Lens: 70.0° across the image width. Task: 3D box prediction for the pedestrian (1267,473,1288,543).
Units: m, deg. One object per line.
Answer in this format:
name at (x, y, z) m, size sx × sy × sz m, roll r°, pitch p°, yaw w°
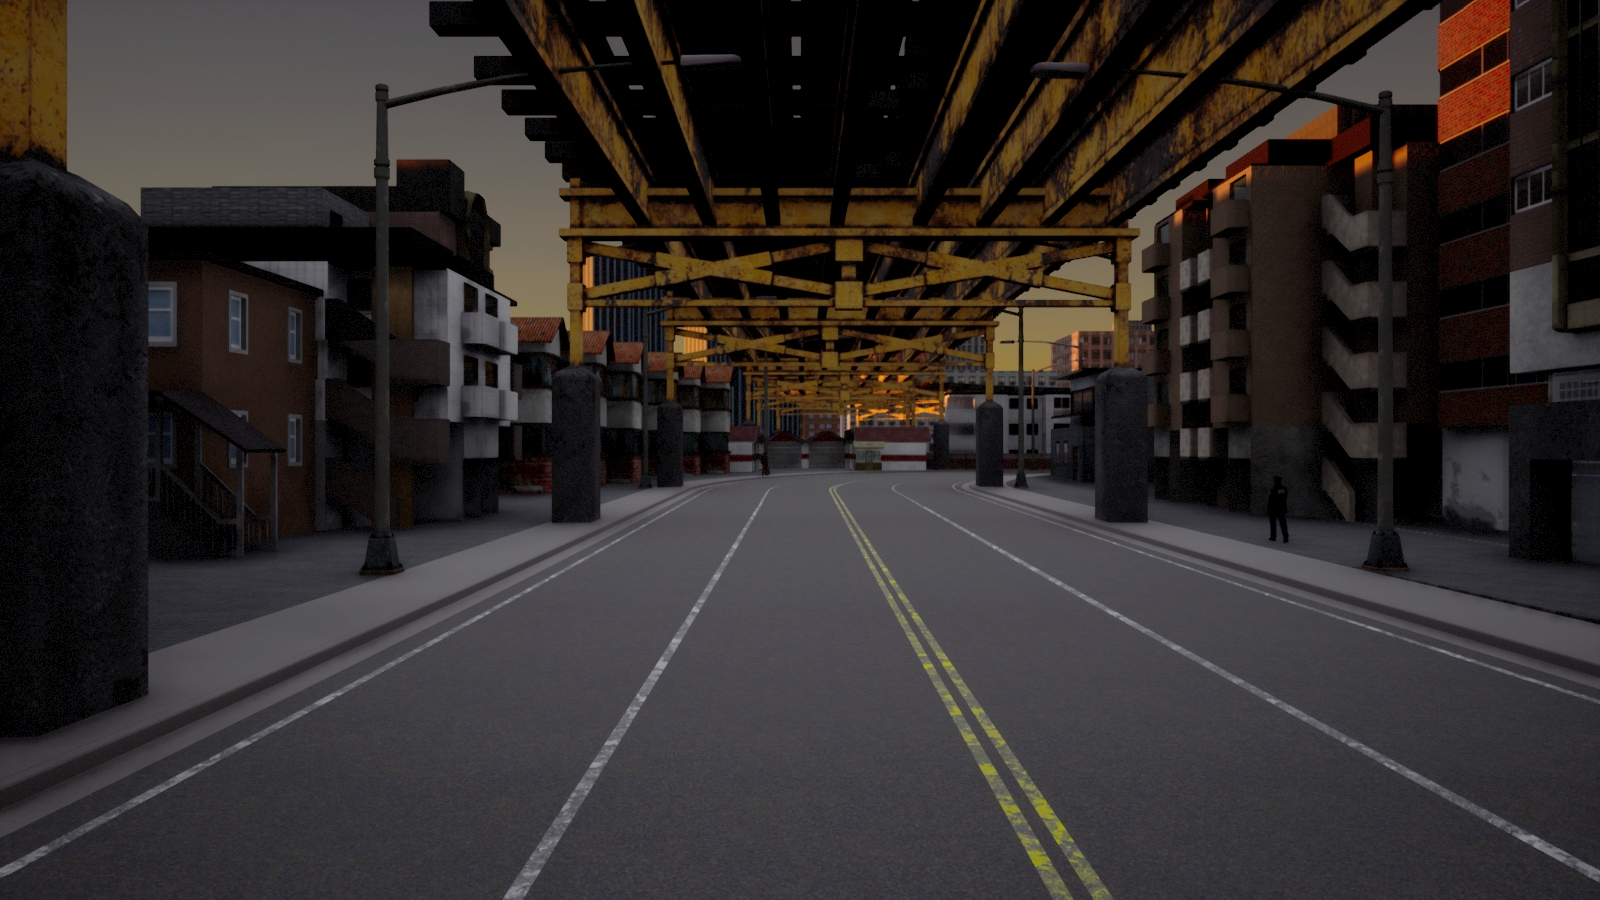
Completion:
pedestrian at (12.831, 1.549, 30.697) m, size 0.375 × 1.860 × 0.375 m, roll 0°, pitch 0°, yaw -6°
